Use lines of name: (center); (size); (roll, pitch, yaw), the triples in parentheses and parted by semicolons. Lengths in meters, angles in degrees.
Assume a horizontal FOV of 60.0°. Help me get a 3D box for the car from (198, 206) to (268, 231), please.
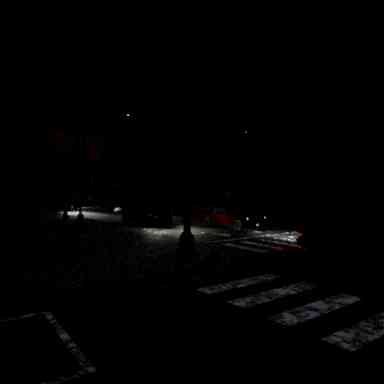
car: (2.452, 1.577, 20.806); (1.895, 1.301, 4.718); (0, 0, -36)

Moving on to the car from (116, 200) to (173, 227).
car: (-3.185, 1.450, 23.080); (1.882, 1.535, 5.008); (0, 0, -36)

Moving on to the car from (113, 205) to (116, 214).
car: (-6.177, 1.518, 32.817); (1.994, 1.385, 4.181); (0, 0, -36)

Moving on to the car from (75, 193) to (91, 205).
car: (-18.961, 1.131, 56.503); (2.150, 2.045, 5.566); (0, 0, -35)

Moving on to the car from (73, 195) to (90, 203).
car: (-22.047, 1.366, 66.380); (1.882, 1.535, 5.008); (0, 0, -36)

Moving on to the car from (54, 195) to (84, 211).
car: (-14.909, 1.434, 39.426); (2.128, 1.511, 4.902); (0, 0, -35)

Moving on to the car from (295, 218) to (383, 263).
car: (5.919, 1.545, 10.412); (2.033, 1.411, 5.357); (0, 0, -36)

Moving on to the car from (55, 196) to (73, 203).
car: (-25.097, 1.438, 65.052); (2.033, 1.411, 5.357); (0, 0, -36)
